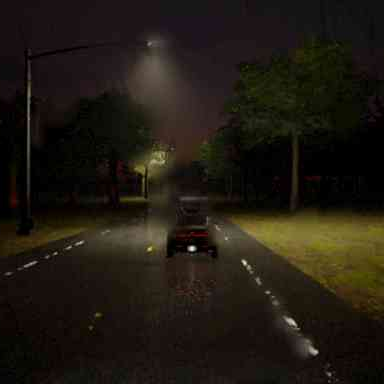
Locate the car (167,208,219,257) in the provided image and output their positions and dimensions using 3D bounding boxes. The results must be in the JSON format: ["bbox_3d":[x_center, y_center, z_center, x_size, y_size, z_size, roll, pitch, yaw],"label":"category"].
[{"bbox_3d":[0.025,1.631,13.517,1.837,1.490,4.892,0,0,1],"label":"car"}]

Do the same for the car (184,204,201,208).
[{"bbox_3d":[0.030,1.784,28.896,1.812,1.442,4.674,0,0,1],"label":"car"}]

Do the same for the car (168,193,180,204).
[{"bbox_3d":[-3.505,1.287,65.634,2.150,2.045,5.566,0,1,0],"label":"car"}]
